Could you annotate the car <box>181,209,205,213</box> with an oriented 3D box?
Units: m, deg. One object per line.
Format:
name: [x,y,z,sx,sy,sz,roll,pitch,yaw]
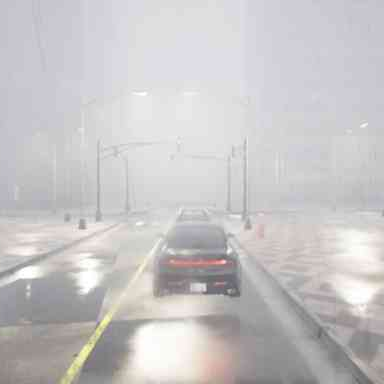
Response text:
car: [0.065,1.574,17.448,1.994,1.385,4.181,0,0,1]

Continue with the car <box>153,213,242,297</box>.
car: [0.103,1.511,8.545,1.837,1.490,4.892,0,0,0]
